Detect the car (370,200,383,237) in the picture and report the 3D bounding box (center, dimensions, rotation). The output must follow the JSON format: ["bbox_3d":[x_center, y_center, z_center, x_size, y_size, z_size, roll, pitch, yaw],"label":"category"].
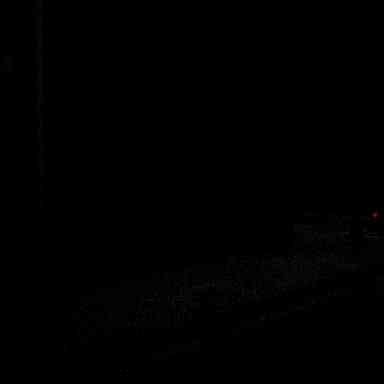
[{"bbox_3d":[10.381,1.093,14.374,4.553,1.767,2.097,0,0,39],"label":"car"}]
